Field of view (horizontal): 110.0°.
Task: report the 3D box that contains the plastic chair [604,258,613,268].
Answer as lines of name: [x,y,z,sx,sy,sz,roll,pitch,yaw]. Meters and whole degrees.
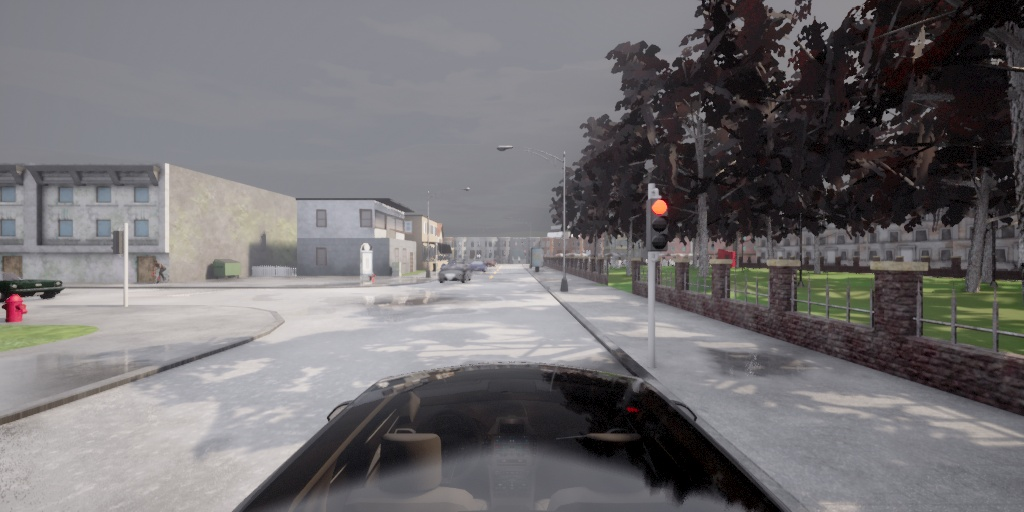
plastic chair: [14.296,1.304,54.136,0.730,1.272,0.750,0,0,-35]

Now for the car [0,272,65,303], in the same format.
car: [-22.993,1.350,15.758,4.718,1.301,1.895,0,0,0]

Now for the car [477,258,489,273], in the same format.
car: [-4.095,1.275,43.100,1.812,1.442,4.674,0,0,0]

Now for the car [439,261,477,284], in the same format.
car: [-4.173,1.241,26.912,2.128,1.511,4.902,0,0,1]

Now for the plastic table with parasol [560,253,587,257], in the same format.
plastic table with parasol: [9.949,0.682,57.775,2.482,2.480,2.482,0,0,-40]

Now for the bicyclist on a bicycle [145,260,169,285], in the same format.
bicyclist on a bicycle: [-23.871,1.098,24.156,0.582,1.620,1.656,0,0,0]

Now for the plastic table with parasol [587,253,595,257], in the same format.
plastic table with parasol: [14.644,0.671,63.252,2.482,2.480,2.482,0,0,-42]

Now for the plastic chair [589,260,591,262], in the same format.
plastic chair: [13.692,1.303,62.364,0.730,1.272,0.750,0,0,-35]

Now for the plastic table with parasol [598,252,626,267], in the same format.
plastic table with parasol: [15.269,0.693,55.039,2.482,2.480,2.482,0,0,-40]

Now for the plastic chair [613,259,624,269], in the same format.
plastic chair: [16.003,1.295,54.041,0.750,1.272,0.730,0,0,-40]

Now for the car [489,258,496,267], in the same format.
car: [-4.061,1.099,63.938,2.097,1.767,4.553,0,0,0]
